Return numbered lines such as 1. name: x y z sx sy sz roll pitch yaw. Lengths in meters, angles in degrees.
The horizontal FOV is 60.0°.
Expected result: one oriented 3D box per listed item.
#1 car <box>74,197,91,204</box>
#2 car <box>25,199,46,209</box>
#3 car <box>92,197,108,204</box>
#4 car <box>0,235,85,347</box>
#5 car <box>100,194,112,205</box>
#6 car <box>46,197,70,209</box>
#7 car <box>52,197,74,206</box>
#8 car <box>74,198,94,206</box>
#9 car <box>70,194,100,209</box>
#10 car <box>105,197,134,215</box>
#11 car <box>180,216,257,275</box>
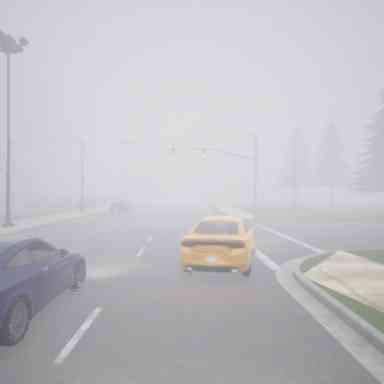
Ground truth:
1. car: -22.205 1.749 67.782 1.895 1.301 4.718 0 0 1
2. car: -22.486 1.714 48.731 1.895 1.301 4.718 0 0 1
3. car: -18.702 1.706 67.948 1.994 1.385 4.181 0 0 1
4. car: -3.477 1.541 6.203 1.812 1.442 4.674 0 0 -1
5. car: -15.352 1.352 57.779 2.150 2.045 5.566 0 0 1
6. car: -18.982 1.660 49.029 2.033 1.411 5.357 0 0 1
7. car: -22.351 1.610 57.867 1.882 1.535 5.008 0 0 1
8. car: -18.845 1.697 58.238 1.994 1.385 4.181 0 0 1
9. car: -15.490 1.462 48.469 2.097 1.767 4.553 0 0 1
10. car: -7.513 1.585 35.711 1.837 1.490 4.892 0 0 0
11. car: 1.007 1.501 10.685 1.882 1.535 5.008 0 0 13
